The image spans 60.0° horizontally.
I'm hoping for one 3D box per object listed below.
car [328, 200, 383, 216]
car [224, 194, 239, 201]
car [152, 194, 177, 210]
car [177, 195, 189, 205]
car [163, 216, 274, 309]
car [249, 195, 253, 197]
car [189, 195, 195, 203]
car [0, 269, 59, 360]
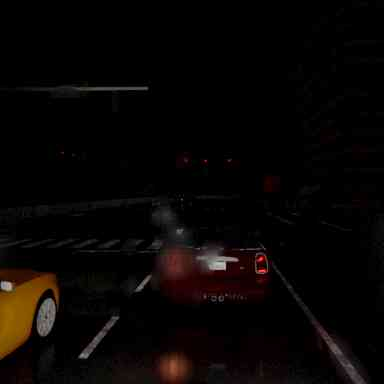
[{"bbox_3d":[16.342,1.533,33.425,5.008,1.535,1.882,0,0,5],"label":"car"},{"bbox_3d":[10.401,1.355,86.694,2.097,1.767,4.553,0,0,42],"label":"car"},{"bbox_3d":[-3.687,1.222,43.114,2.150,2.045,5.566,0,0,5],"label":"car"},{"bbox_3d":[-2.332,1.352,59.077,2.097,1.767,4.553,0,0,5],"label":"car"},{"bbox_3d":[0.656,1.352,8.121,2.097,1.767,4.553,0,0,5],"label":"car"},{"bbox_3d":[15.477,1.524,87.120,4.674,1.442,1.812,0,0,-45],"label":"car"},{"bbox_3d":[-0.590,1.478,72.476,1.882,1.535,5.008,0,0,13],"label":"car"},{"bbox_3d":[-3.262,1.478,3.519,1.882,1.535,5.008,0,0,5],"label":"car"}]
